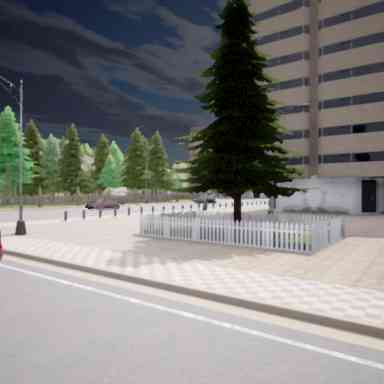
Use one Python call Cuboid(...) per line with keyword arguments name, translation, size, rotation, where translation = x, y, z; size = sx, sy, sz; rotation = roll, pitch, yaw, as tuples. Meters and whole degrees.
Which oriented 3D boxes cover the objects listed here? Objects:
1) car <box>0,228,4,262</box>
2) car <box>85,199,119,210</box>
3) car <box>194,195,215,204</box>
Cuboid(name="car", translation=(-7.414, 1.204, 9.228), size=(5.566, 2.045, 2.150), rotation=(0, 0, 36))
Cuboid(name="car", translation=(-11.052, 1.514, 40.970), size=(1.994, 1.385, 4.181), rotation=(0, 0, 35))
Cuboid(name="car", translation=(2.282, 1.301, 59.545), size=(2.097, 1.767, 4.553), rotation=(0, 0, 36))
